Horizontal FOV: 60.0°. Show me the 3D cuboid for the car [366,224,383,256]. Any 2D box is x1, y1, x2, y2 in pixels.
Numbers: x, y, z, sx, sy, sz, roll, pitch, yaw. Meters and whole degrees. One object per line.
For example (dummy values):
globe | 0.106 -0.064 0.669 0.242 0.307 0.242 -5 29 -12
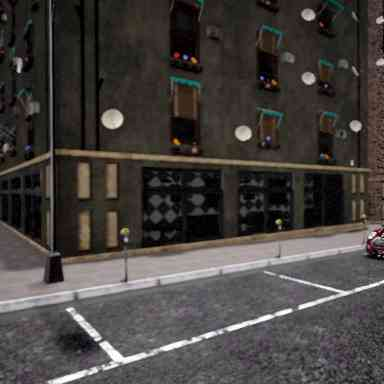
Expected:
car | 8.337 1.581 12.515 4.097 1.590 1.967 1 -1 -35
